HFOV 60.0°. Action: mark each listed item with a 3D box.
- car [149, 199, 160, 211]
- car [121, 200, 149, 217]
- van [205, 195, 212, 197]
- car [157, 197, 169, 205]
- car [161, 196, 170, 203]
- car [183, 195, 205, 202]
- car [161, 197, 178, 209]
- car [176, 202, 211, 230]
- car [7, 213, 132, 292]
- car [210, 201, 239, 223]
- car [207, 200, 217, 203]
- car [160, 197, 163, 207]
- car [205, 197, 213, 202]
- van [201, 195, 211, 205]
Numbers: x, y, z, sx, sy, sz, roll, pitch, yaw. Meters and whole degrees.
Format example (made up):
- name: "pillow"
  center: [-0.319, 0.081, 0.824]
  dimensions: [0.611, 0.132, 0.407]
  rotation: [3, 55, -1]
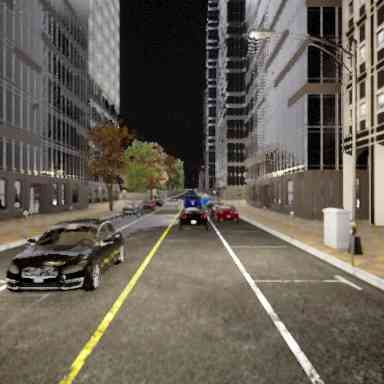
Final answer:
- name: "car"
  center: [-5.698, 1.726, 43.643]
  dimensions: [1.887, 1.381, 4.507]
  rotation: [0, 0, 0]
- name: "car"
  center: [-5.696, 1.691, 32.242]
  dimensions: [2.008, 1.369, 4.403]
  rotation: [0, 0, 0]
- name: "van"
  center: [2.684, 1.541, 55.049]
  dimensions: [1.690, 1.788, 3.998]
  rotation: [0, 0, 0]
- name: "car"
  center: [-5.780, 1.767, 66.443]
  dimensions: [1.947, 1.339, 4.313]
  rotation: [0, 0, 0]
- name: "car"
  center: [-5.830, 1.725, 73.677]
  dimensions: [1.752, 1.417, 4.829]
  rotation: [0, 0, 0]
- name: "car"
  center: [0.093, 1.393, 40.325]
  dimensions: [2.150, 2.045, 5.566]
  rotation: [0, 0, 0]
- name: "car"
  center: [-3.087, 1.796, 50.401]
  dimensions: [1.895, 1.301, 4.718]
  rotation: [0, 0, 0]
- name: "car"
  center: [0.095, 1.621, 22.024]
  dimensions: [1.812, 1.442, 4.674]
  rotation: [0, 0, 0]
- name: "car"
  center: [-3.100, 1.545, 9.151]
  dimensions: [1.837, 1.490, 4.892]
  rotation: [0, 0, 0]
- name: "car"
  center: [2.685, 1.660, 26.545]
  dimensions: [1.887, 1.381, 4.507]
  rotation: [0, 0, 0]
- name: "car"
  center: [2.684, 1.722, 32.242]
  dimensions: [1.802, 1.307, 4.206]
  rotation: [0, 0, 0]
- name: "car"
  center: [-5.698, 1.766, 55.047]
  dimensions: [1.947, 1.339, 4.313]
  rotation: [0, 0, 0]
- name: "car"
  center: [2.683, 1.732, 43.644]
  dimensions: [2.008, 1.369, 4.403]
  rotation: [0, 0, 0]
- name: "van"
  center: [2.764, 1.542, 66.446]
  dimensions: [1.690, 1.788, 3.998]
  rotation: [0, 0, 0]
